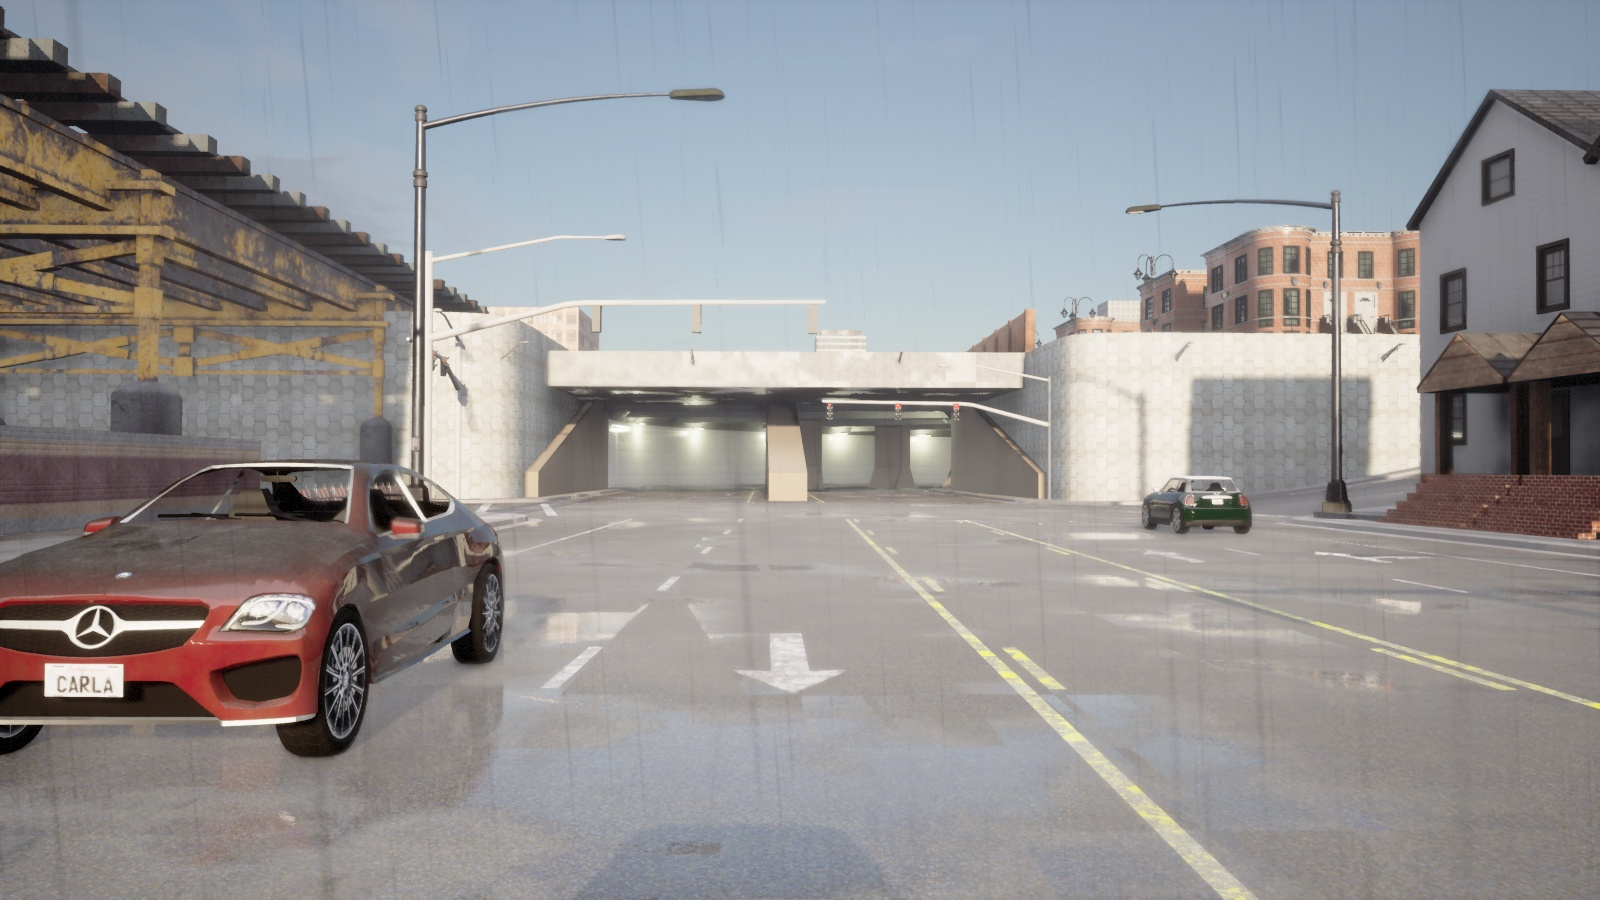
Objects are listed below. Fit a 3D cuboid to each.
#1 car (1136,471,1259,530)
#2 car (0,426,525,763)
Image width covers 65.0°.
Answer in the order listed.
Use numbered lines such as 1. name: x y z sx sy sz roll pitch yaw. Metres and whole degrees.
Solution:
1. car: 10.448 1.296 33.317 1.970 1.475 3.806 0 -1 -1
2. car: -3.521 0.753 8.692 2.152 1.651 5.027 0 -1 0
